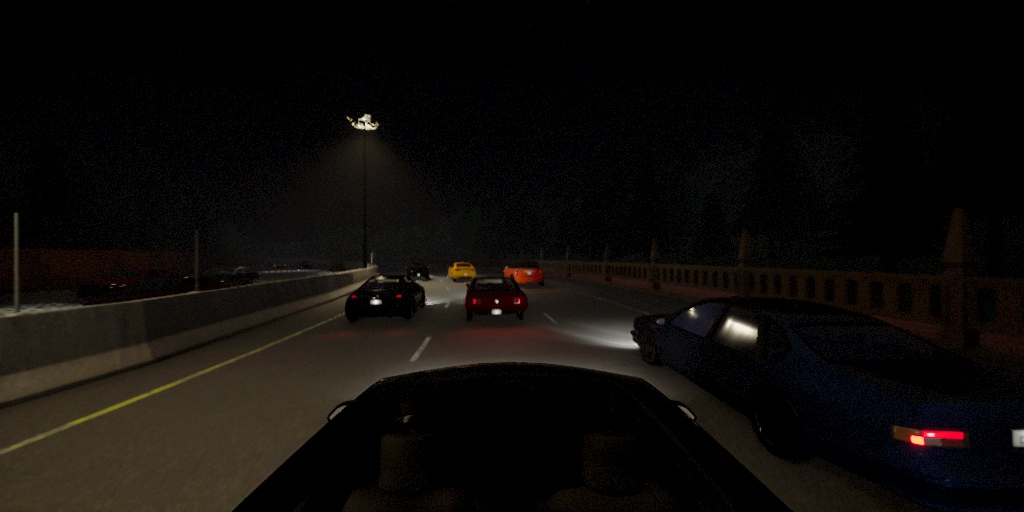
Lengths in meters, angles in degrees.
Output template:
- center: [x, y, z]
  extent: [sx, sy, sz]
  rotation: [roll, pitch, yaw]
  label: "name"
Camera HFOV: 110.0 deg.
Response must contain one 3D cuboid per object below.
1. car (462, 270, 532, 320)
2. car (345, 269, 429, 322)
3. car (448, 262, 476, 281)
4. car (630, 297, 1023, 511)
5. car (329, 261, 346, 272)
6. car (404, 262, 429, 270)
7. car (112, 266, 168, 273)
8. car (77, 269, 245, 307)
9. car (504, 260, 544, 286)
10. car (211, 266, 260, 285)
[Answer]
- center: [-0.699, 1.364, 12.776]
  extent: [1.895, 1.301, 4.718]
  rotation: [0, 0, -6]
  label: "car"
- center: [-4.257, 1.341, 12.619]
  extent: [1.994, 1.385, 4.181]
  rotation: [0, 0, -6]
  label: "car"
- center: [-4.296, 1.271, 30.429]
  extent: [1.882, 1.535, 5.008]
  rotation: [0, 0, -16]
  label: "car"
- center: [3.431, 1.286, 4.944]
  extent: [2.033, 1.411, 5.357]
  rotation: [0, 0, -2]
  label: "car"
- center: [-24.410, 1.371, 50.143]
  extent: [1.882, 1.535, 5.008]
  rotation: [0, 0, -30]
  label: "car"
- center: [-8.499, 1.317, 32.164]
  extent: [1.837, 1.490, 4.892]
  rotation: [0, 0, -18]
  label: "car"
- center: [-19.563, 1.323, 18.722]
  extent: [1.882, 1.535, 5.008]
  rotation: [0, 0, -12]
  label: "car"
- center: [-11.370, 1.332, 11.916]
  extent: [1.812, 1.442, 4.674]
  rotation: [0, 0, -8]
  label: "car"
- center: [0.670, 1.120, 25.109]
  extent: [2.097, 1.767, 4.553]
  rotation: [0, 0, -12]
  label: "car"
- center: [-16.387, 1.326, 20.597]
  extent: [2.128, 1.511, 4.902]
  rotation: [0, 0, -13]
  label: "car"
